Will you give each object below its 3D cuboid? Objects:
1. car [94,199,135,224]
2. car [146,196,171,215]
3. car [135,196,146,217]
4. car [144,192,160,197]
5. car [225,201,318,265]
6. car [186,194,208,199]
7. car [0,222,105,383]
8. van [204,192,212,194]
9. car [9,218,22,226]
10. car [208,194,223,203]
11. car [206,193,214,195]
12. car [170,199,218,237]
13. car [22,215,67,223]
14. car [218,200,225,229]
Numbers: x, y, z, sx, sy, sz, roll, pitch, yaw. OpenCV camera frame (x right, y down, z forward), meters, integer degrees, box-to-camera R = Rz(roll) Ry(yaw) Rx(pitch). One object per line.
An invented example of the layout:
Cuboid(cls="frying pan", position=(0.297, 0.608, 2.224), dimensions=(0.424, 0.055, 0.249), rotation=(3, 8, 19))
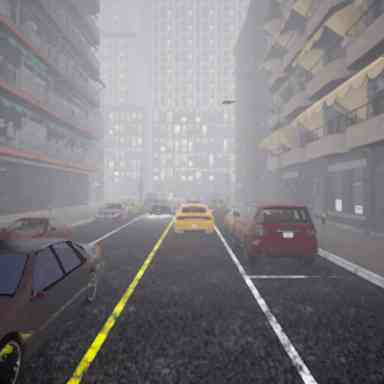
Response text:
Cuboid(cls="car", position=(-5.305, 1.388, 22.557), dimensions=(1.802, 1.307, 4.206), rotation=(0, 0, 0))
Cuboid(cls="car", position=(-2.834, 1.304, 30.427), dimensions=(1.994, 1.385, 4.181), rotation=(0, 0, 0))
Cuboid(cls="car", position=(-5.303, 1.286, 28.027), dimensions=(1.752, 1.417, 4.829), rotation=(0, 0, 0))
Cuboid(cls="car", position=(-5.298, 0.936, 45.116), dimensions=(2.192, 1.841, 5.009), rotation=(0, 0, 0))
Cuboid(cls="car", position=(2.574, 1.216, 11.273), dimensions=(2.192, 1.841, 5.009), rotation=(0, 0, 0))
Cuboid(cls="car", position=(0.105, 1.223, 31.439), dimensions=(2.128, 1.511, 4.902), rotation=(0, 0, 0))
Cuboid(cls="car", position=(-2.840, 1.500, 5.179), dimensions=(2.033, 1.411, 5.357), rotation=(0, 1, 0))
Cuboid(cls="van", position=(2.583, 0.917, 50.754), dimensions=(1.690, 1.788, 3.998), rotation=(0, 0, 0))
Cuboid(cls="car", position=(-5.308, 1.265, 5.634), dimensions=(2.192, 1.841, 5.009), rotation=(0, 0, 0))
Cuboid(cls="car", position=(2.578, 1.236, 34.005), dimensions=(1.752, 1.417, 4.829), rotation=(0, 0, 0))
Cuboid(cls="car", position=(2.580, 1.190, 39.645), dimensions=(1.752, 1.417, 4.829), rotation=(0, 0, 0))
Cuboid(cls="car", position=(0.106, 1.329, 17.192), dimensions=(1.882, 1.535, 5.008), rotation=(0, 0, 0))
Cuboid(cls="car", position=(-5.308, 1.484, 11.277), dimensions=(1.802, 1.307, 4.206), rotation=(0, 0, 0))
Cuboid(cls="car", position=(2.574, 1.377, 17.085), dimensions=(1.752, 1.417, 4.829), rotation=(0, 0, 0))
